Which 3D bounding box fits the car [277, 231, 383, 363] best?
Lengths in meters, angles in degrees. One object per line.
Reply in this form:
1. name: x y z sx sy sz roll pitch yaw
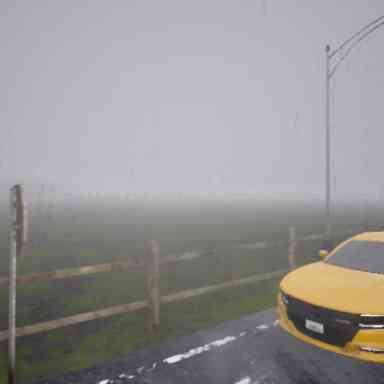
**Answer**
1. car: 3.571 1.484 5.887 5.008 1.535 1.882 0 0 -38
